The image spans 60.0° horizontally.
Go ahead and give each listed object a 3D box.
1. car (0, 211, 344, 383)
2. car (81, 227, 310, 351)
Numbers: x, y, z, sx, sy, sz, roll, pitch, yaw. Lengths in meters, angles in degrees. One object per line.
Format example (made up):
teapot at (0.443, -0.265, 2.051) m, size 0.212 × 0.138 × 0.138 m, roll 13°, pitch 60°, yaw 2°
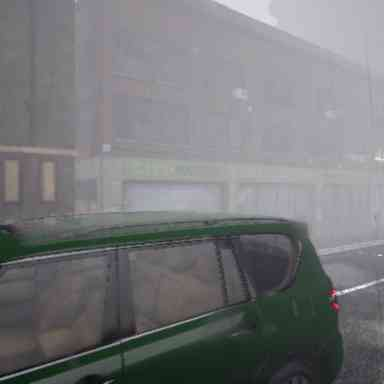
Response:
car at (-1.058, 1.227, 2.632) m, size 5.566 × 2.045 × 2.150 m, roll 1°, pitch 0°, yaw -36°
car at (0.222, 1.587, 6.732) m, size 4.313 × 1.339 × 1.947 m, roll 0°, pitch -1°, yaw -36°
